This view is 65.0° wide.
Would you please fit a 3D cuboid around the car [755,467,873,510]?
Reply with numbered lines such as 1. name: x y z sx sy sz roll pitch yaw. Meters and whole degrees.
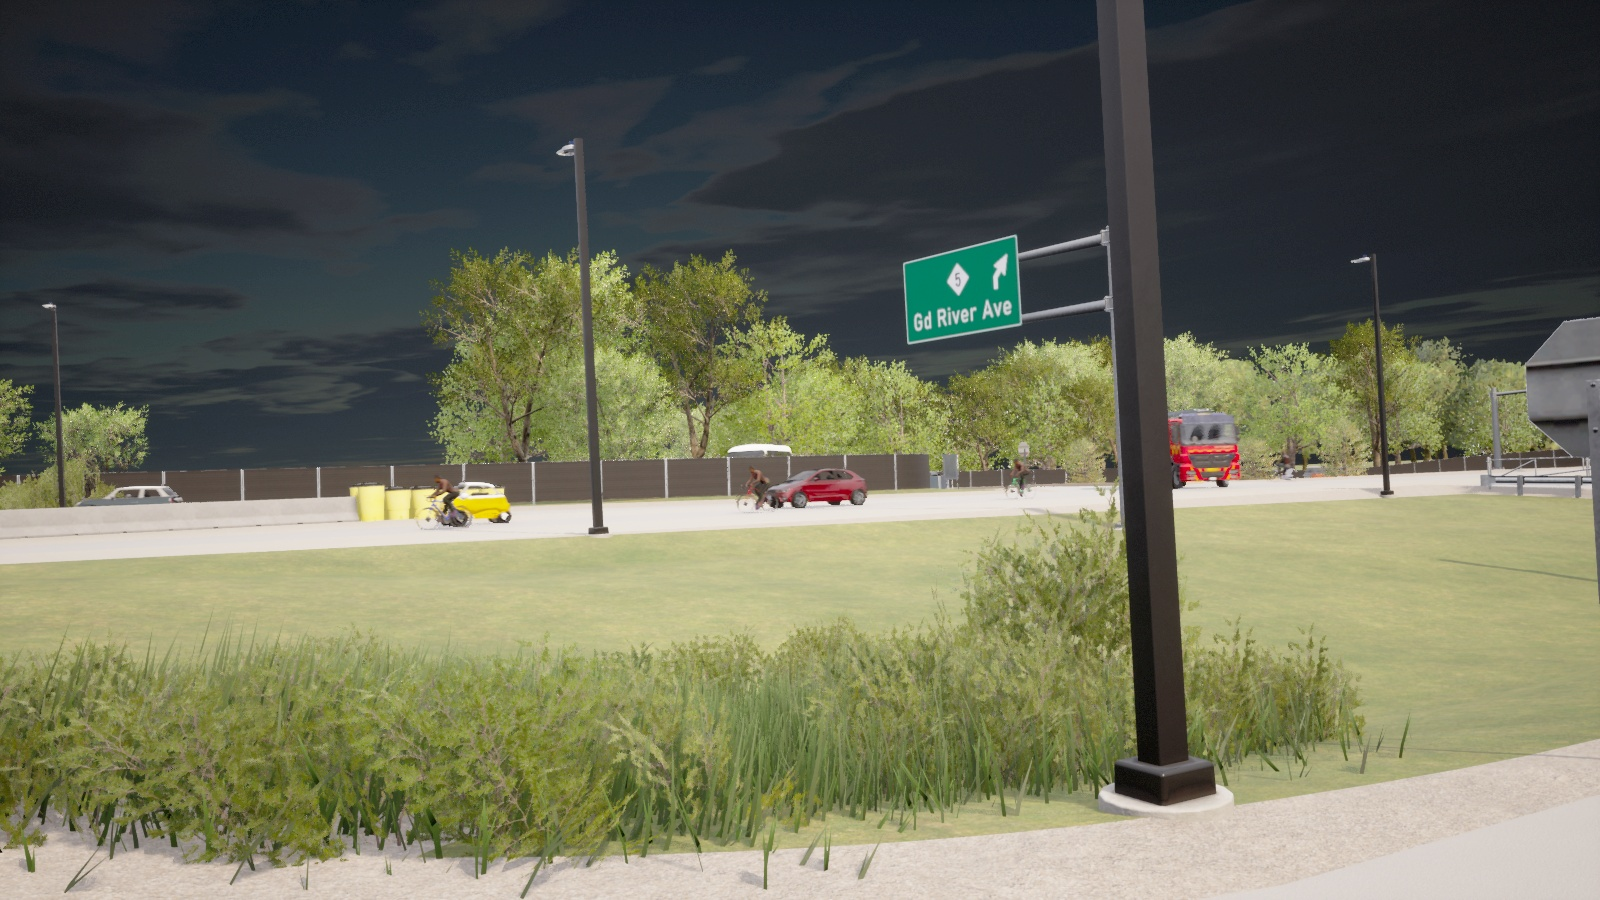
1. car: 0.550 1.462 48.018 4.193 1.474 1.816 -2 -2 -35

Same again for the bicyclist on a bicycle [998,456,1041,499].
1. bicyclist on a bicycle: 8.617 1.082 49.348 1.656 1.620 0.582 -2 -1 -35

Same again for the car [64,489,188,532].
1. car: -26.218 2.343 48.961 3.806 1.475 1.970 -2 -1 -11

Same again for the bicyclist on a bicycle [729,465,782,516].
1. bicyclist on a bicycle: -1.488 1.355 42.361 1.656 1.620 0.582 -2 -1 -35

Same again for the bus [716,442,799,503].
1. bus: -3.132 1.733 97.743 3.944 4.253 10.273 -4 -2 11

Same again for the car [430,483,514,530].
1. car: -10.531 1.804 40.354 2.207 1.376 1.481 -1 -2 -35

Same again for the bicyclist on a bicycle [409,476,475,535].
1. bicyclist on a bicycle: -10.327 1.595 36.250 1.656 1.620 0.582 -2 -1 -35

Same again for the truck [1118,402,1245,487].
1. truck: 18.682 -0.163 62.214 2.891 3.827 8.468 -2 -1 -5
